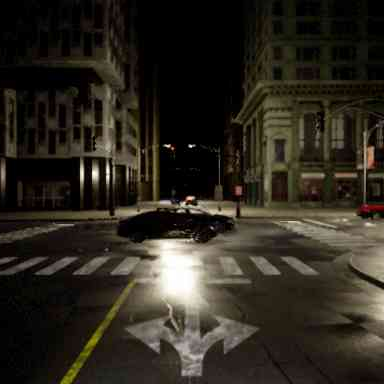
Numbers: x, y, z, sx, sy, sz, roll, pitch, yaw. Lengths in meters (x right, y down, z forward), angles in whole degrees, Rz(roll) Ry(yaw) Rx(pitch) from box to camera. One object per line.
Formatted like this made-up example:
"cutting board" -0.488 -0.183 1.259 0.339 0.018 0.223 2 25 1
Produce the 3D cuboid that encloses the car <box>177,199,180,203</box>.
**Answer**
"car" -3.192 1.737 48.982 2.033 1.411 5.357 0 0 -1

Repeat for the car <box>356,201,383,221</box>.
"car" 15.256 1.347 25.534 5.008 1.535 1.882 -1 0 0

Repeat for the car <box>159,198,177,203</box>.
"car" -3.139 1.706 38.917 2.033 1.411 5.357 0 0 0

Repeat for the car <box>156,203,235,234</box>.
"car" -0.032 1.575 18.836 4.902 1.511 2.128 0 0 0

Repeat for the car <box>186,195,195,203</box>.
"car" -0.286 1.614 78.515 2.097 1.767 4.553 0 0 0

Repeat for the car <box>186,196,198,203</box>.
"car" -0.045 1.767 53.914 1.994 1.385 4.181 0 0 0

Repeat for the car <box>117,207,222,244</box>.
"car" -1.145 1.595 15.585 4.674 1.442 1.812 0 0 0

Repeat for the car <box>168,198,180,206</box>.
"car" -3.181 1.781 59.041 1.994 1.385 4.181 0 0 0
